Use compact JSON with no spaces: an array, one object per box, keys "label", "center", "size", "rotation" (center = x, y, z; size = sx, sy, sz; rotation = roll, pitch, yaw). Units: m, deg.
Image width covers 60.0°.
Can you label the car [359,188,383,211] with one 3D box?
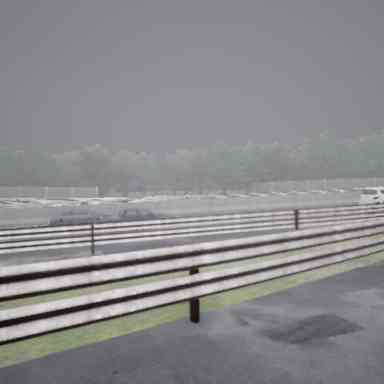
[{"label":"car","center":[18.151,0.580,30.689],"size":[5.566,2.045,2.150],"rotation":[-2,1,-19]}]

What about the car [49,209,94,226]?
[{"label":"car","center":[-8.467,1.948,25.020],"size":[4.181,1.385,1.994],"rotation":[-2,1,-19]}]

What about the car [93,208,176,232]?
[{"label":"car","center":[-3.772,1.807,22.964],"size":[5.357,1.411,2.033],"rotation":[-2,1,-19]}]
